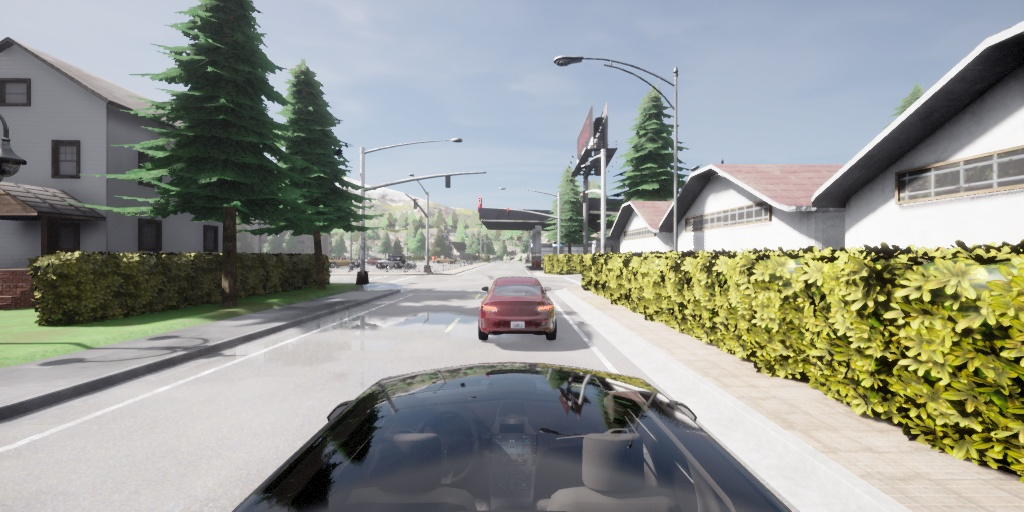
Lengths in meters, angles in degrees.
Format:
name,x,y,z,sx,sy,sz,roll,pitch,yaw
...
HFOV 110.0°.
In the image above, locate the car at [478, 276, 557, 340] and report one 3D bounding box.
name,x,y,z,sx,sy,sz,roll,pitch,yaw
car,0.128,1.276,9.804,1.812,1.442,4.674,0,0,0
